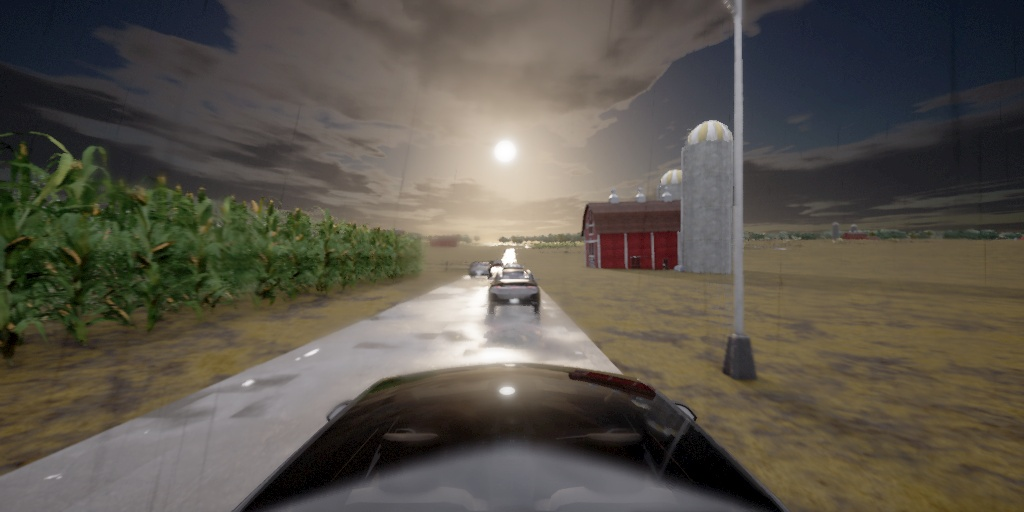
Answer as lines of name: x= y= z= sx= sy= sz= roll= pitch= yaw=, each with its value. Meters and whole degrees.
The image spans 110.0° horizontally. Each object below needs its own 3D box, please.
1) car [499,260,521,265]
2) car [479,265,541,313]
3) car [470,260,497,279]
car: x=0.095 y=1.321 z=32.169 sx=1.882 sy=1.535 sz=5.008 roll=0 pitch=0 yaw=0
car: x=0.087 y=1.258 z=14.033 sx=2.128 sy=1.511 sz=4.902 roll=0 pitch=0 yaw=0
car: x=-2.861 y=1.346 z=33.905 sx=2.128 sy=1.511 sz=4.902 roll=0 pitch=0 yaw=0
